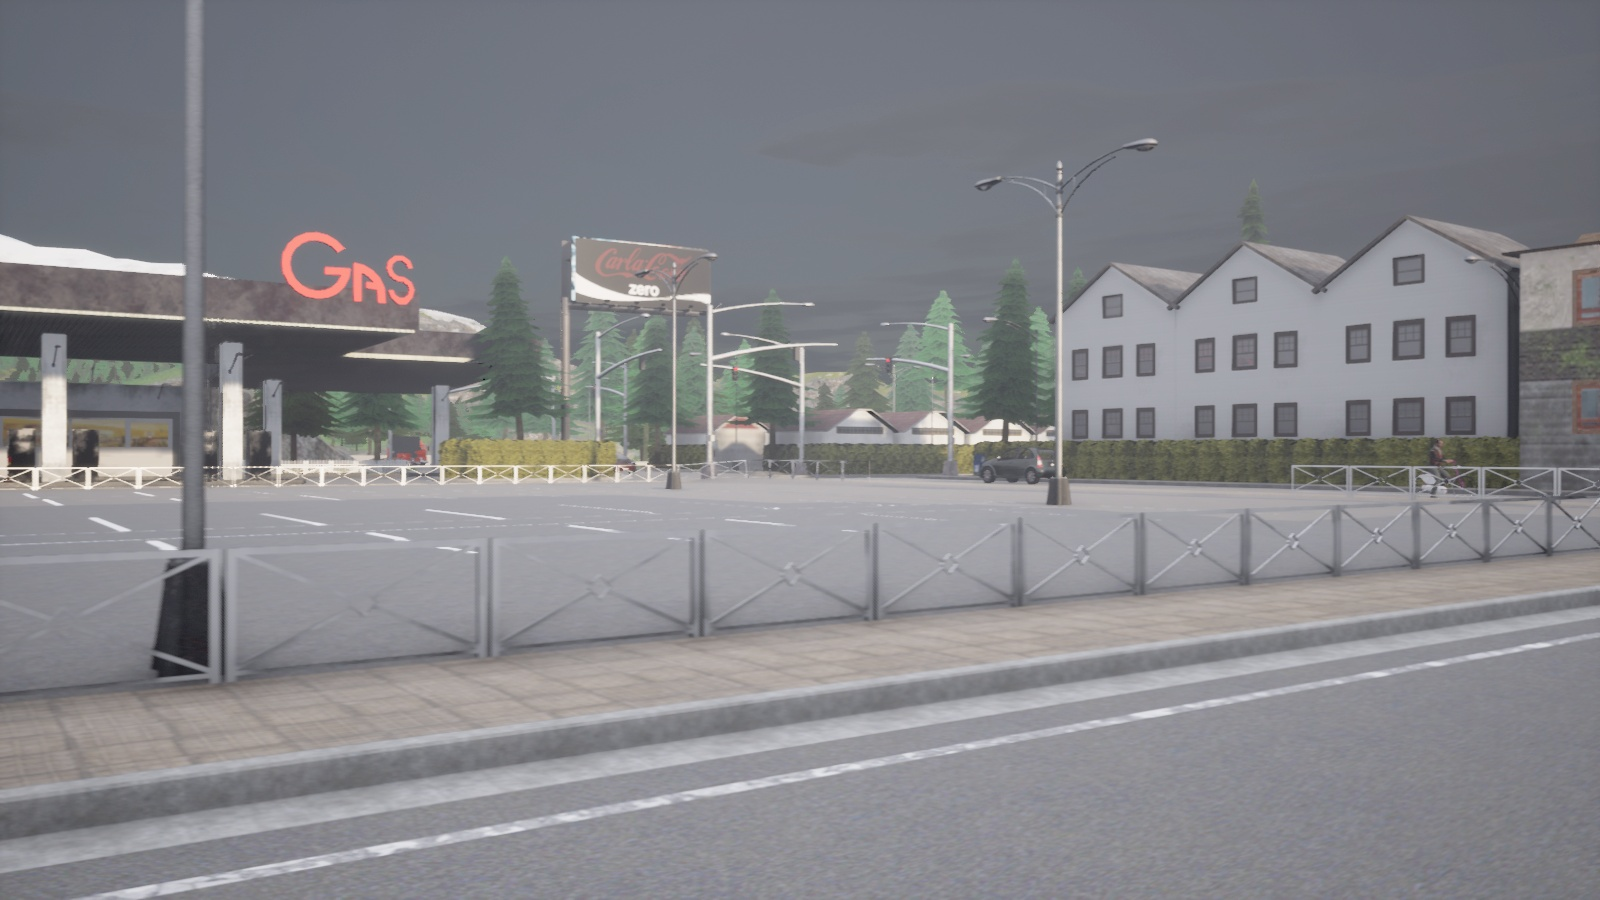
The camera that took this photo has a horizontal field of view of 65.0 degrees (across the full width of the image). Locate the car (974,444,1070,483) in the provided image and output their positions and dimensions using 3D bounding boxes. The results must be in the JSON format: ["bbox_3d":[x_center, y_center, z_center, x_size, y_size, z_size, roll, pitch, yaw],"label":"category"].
[{"bbox_3d":[9.650,0.581,54.855,1.851,1.617,3.988,0,0,-35],"label":"car"}]

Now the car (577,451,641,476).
[{"bbox_3d":[-12.240,0.863,80.328,2.163,1.488,4.792,-1,0,-35],"label":"car"}]

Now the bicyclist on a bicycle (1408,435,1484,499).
[{"bbox_3d":[18.475,0.488,35.961,0.659,1.776,1.843,0,0,-35],"label":"bicyclist on a bicycle"}]
